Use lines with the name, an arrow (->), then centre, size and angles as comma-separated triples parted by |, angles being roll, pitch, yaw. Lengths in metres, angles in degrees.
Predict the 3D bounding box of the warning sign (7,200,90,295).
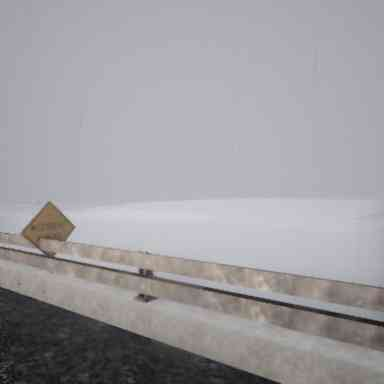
warning sign -> -3.188, 1.124, 7.437 | 1.060, 1.860, 1.300 | -1, 0, 36
